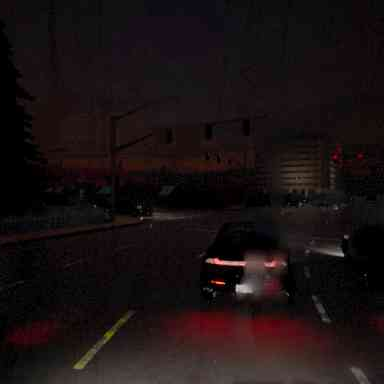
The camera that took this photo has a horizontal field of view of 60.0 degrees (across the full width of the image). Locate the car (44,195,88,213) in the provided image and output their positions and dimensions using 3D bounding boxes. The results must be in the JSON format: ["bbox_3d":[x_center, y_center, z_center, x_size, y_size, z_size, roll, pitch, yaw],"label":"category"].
[{"bbox_3d":[-14.090,1.265,37.100,5.566,2.045,2.150,0,0,32],"label":"car"}]

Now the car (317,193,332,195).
[{"bbox_3d":[24.503,1.199,63.047,2.150,2.045,5.566,0,0,32],"label":"car"}]

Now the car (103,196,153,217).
[{"bbox_3d":[-5.962,1.397,32.022,4.553,1.767,2.097,0,0,32],"label":"car"}]

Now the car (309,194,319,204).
[{"bbox_3d":[19.439,1.506,54.927,1.812,1.442,4.674,0,0,32],"label":"car"}]

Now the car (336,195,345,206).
[{"bbox_3d":[23.173,1.582,54.316,1.895,1.301,4.718,0,0,32],"label":"car"}]

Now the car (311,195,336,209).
[{"bbox_3d":[18.398,1.509,46.565,1.812,1.442,4.674,0,0,32],"label":"car"}]

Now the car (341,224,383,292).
[{"bbox_3d":[5.188,1.544,8.593,2.033,1.411,5.357,0,0,16],"label":"car"}]

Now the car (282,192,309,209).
[{"bbox_3d":[14.333,1.205,46.653,2.150,2.045,5.566,0,0,32],"label":"car"}]

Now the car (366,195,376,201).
[{"bbox_3d":[42.727,1.497,79.294,2.128,1.511,4.902,0,0,32],"label":"car"}]

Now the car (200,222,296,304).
[{"bbox_3d":[1.436,1.489,8.223,2.128,1.511,4.902,0,0,12],"label":"car"}]

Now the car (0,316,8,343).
[{"bbox_3d":[-3.438,1.547,1.928,2.033,1.411,5.357,0,0,4],"label":"car"}]

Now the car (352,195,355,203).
[{"bbox_3d":[33.428,1.330,70.850,2.097,1.767,4.553,0,0,32],"label":"car"}]

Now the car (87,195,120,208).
[{"bbox_3d":[-13.077,1.391,49.090,4.553,1.767,2.097,0,0,32],"label":"car"}]

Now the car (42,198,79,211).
[{"bbox_3d":[-17.098,1.519,43.116,5.008,1.535,1.882,0,0,32],"label":"car"}]

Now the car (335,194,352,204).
[{"bbox_3d":[28.053,1.579,62.129,1.895,1.301,4.718,0,0,32],"label":"car"}]

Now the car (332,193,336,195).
[{"bbox_3d":[29.961,1.200,71.894,2.150,2.045,5.566,0,0,32],"label":"car"}]

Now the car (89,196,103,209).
[{"bbox_3d":[-9.057,1.534,38.087,4.902,1.511,2.128,0,0,32],"label":"car"}]
